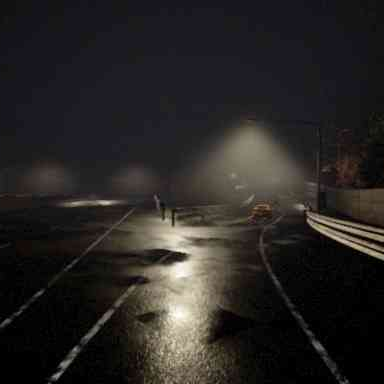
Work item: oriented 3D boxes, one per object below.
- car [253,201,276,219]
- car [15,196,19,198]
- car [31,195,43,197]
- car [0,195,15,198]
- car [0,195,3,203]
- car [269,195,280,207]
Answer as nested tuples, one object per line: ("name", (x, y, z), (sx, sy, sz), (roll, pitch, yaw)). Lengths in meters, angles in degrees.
("car", (8.059, 2.195, 37.538), (1.882, 1.535, 5.008), (1, 0, 19))
("car", (-32.146, 1.247, 58.495), (1.882, 1.535, 5.008), (0, 1, -6))
("car", (-29.017, 1.308, 61.934), (2.128, 1.511, 4.902), (0, 0, -7))
("car", (-27.253, 1.290, 46.325), (2.128, 1.511, 4.902), (0, 0, -6))
("car", (-35.711, 1.266, 58.880), (2.128, 1.511, 4.902), (0, 0, -7))
("car", (15.185, 1.899, 61.176), (1.812, 1.442, 4.674), (1, 2, 14))
